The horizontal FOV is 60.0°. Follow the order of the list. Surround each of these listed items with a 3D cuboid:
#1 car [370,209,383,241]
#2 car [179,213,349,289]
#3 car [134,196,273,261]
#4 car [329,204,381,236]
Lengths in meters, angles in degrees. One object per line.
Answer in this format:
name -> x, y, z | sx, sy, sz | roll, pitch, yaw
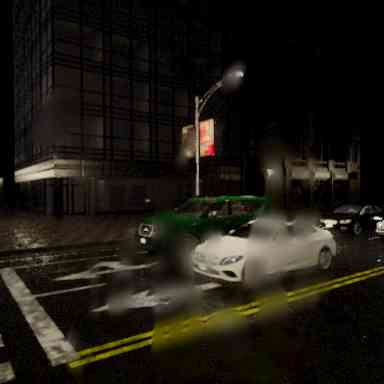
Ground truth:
car -> 10.309, 1.523, 15.042 | 4.718, 1.301, 1.895 | 0, 0, -35
car -> 2.150, 1.493, 9.214 | 4.674, 1.442, 1.812 | 0, 0, -36
car -> 0.700, 1.186, 12.173 | 5.566, 2.045, 2.150 | 0, 0, -36
car -> 8.831, 1.411, 17.981 | 4.902, 1.511, 2.128 | 0, 0, -36
